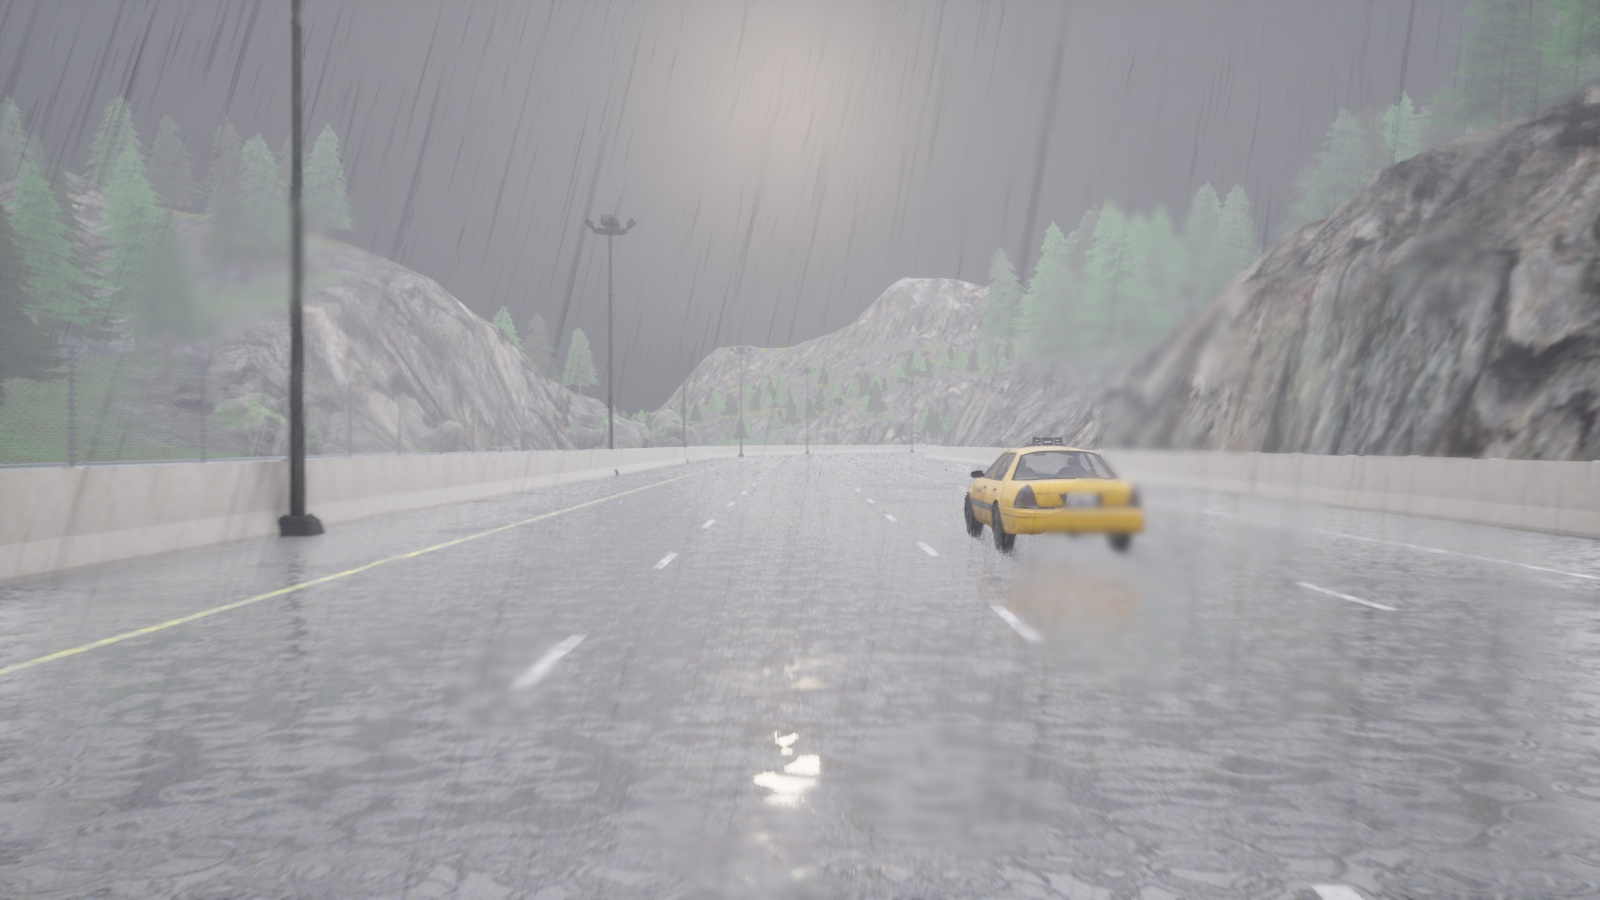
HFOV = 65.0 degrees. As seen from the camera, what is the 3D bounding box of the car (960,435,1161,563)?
[{"bbox_3d":[3.548,0.589,18.167,1.801,1.575,5.366,0,0,0],"label":"car"}]
